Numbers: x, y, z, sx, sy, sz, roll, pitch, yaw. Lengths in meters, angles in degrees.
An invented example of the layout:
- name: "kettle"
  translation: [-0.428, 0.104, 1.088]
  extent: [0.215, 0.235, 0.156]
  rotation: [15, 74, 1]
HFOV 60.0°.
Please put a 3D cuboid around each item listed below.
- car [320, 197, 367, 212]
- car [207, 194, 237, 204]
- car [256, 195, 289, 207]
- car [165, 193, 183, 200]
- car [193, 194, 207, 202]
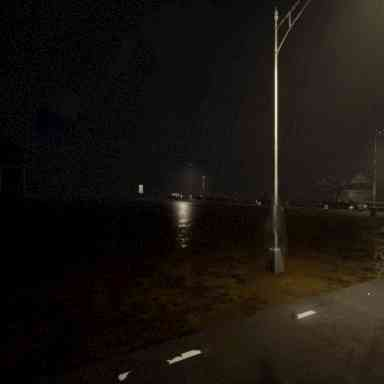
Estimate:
- name: "car"
  translation: [16.421, 1.292, 36.173]
  extent: [1.837, 1.490, 4.892]
  rotation: [2, 0, -35]
- name: "car"
  translation: [4.907, 1.173, 52.439]
  extent: [1.895, 1.301, 4.718]
  rotation: [2, -1, -35]
- name: "car"
  translation: [10.671, 1.176, 44.291]
  extent: [1.837, 1.490, 4.892]
  rotation: [2, 0, -35]
- name: "car"
  translation: [-4.001, 0.954, 71.225]
  extent: [1.895, 1.301, 4.718]
  rotation: [2, -1, -35]
- name: "car"
  translation: [2.039, 1.098, 62.698]
  extent: [1.837, 1.490, 4.892]
  rotation: [2, -1, -35]
